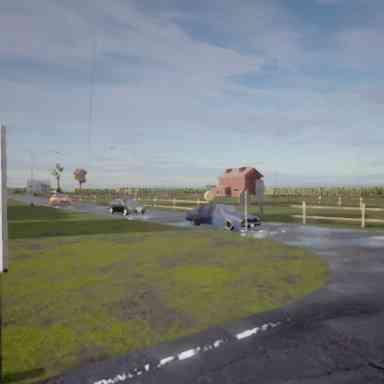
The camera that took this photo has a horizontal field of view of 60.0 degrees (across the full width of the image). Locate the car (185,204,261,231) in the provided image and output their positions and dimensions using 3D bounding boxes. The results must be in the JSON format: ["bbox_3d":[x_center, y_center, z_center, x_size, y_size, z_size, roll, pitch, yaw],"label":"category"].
[{"bbox_3d":[1.737,1.476,20.741,2.033,1.411,5.357,-1,1,-38],"label":"car"}]

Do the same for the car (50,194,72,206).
[{"bbox_3d":[-18.763,1.069,47.528,2.097,1.767,4.553,-1,1,-35],"label":"car"}]

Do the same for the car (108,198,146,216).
[{"bbox_3d":[-6.023,1.339,30.483,2.128,1.511,4.902,-1,1,-38],"label":"car"}]
